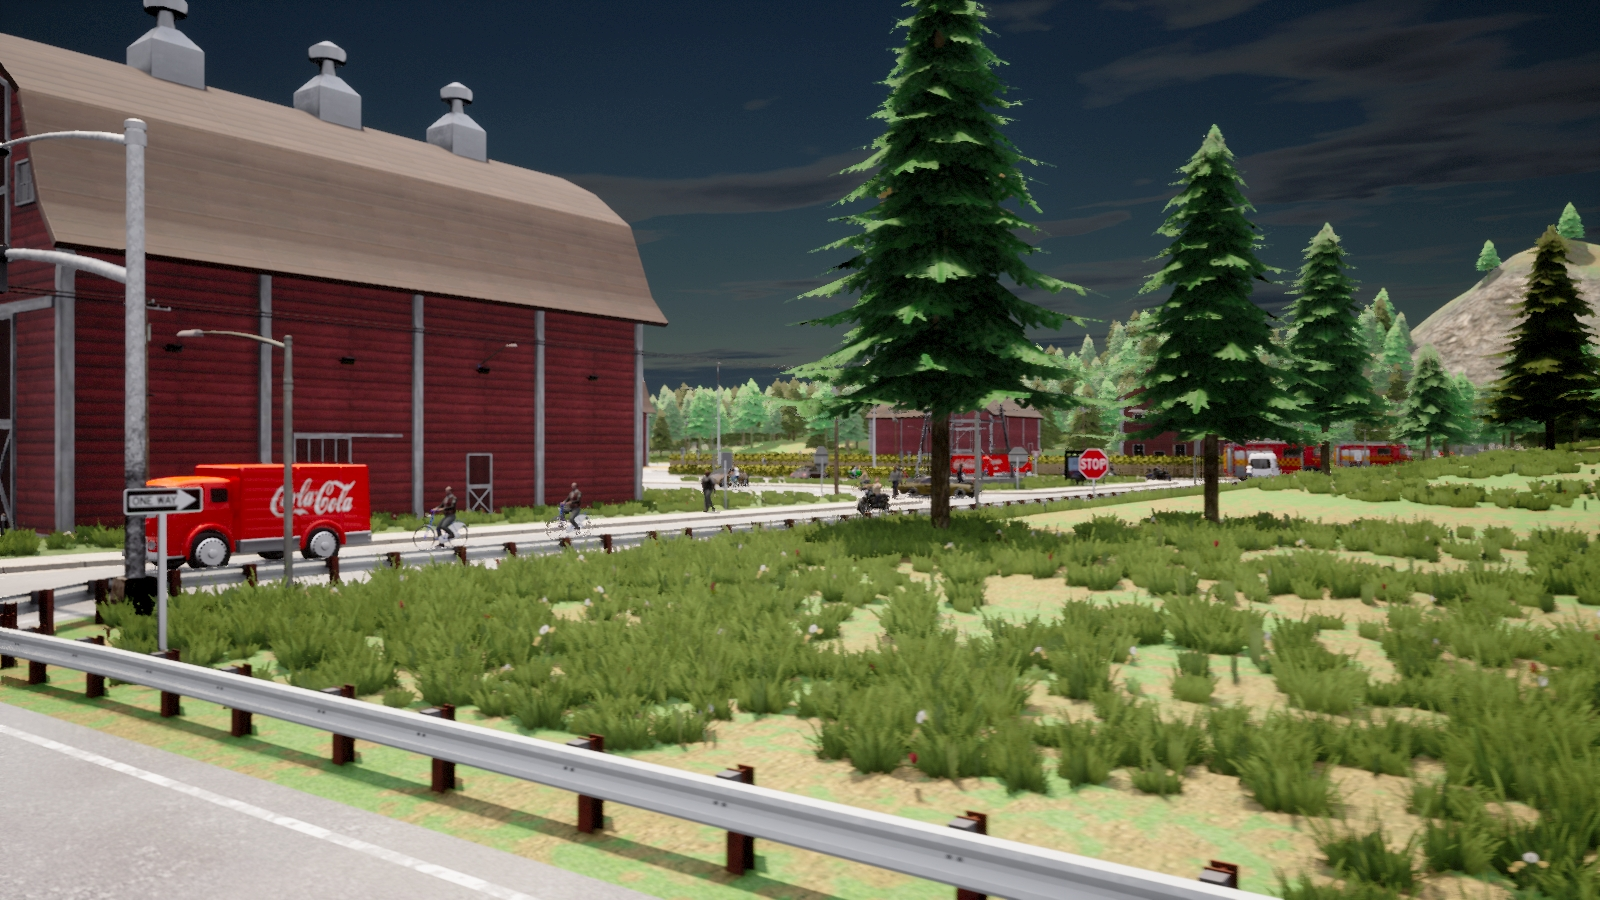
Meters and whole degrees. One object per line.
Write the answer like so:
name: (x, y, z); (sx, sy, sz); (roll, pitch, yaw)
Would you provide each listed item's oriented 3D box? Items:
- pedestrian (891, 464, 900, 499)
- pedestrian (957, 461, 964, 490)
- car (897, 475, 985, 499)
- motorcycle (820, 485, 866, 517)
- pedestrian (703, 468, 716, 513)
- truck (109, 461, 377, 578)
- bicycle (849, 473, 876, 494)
pedestrian: (5.079, 1.673, 60.814); (0.375, 1.860, 0.375); (0, 0, 26)
pedestrian: (10.410, 1.671, 74.109); (0.375, 1.860, 0.375); (0, 0, 35)
car: (8.187, 2.130, 66.313); (4.718, 1.301, 1.895); (0, 0, 31)
motorcycle: (1.865, 2.149, 48.634); (0.764, 1.277, 2.356); (0, 0, 36)
pedestrian: (-3.782, 1.672, 47.674); (0.375, 1.860, 0.375); (0, 0, 41)
truck: (-13.339, 1.544, 27.677); (2.627, 2.467, 5.204); (0, 0, 35)
bicycle: (4.013, 2.127, 73.194); (1.487, 1.276, 0.859); (0, 0, 35)
